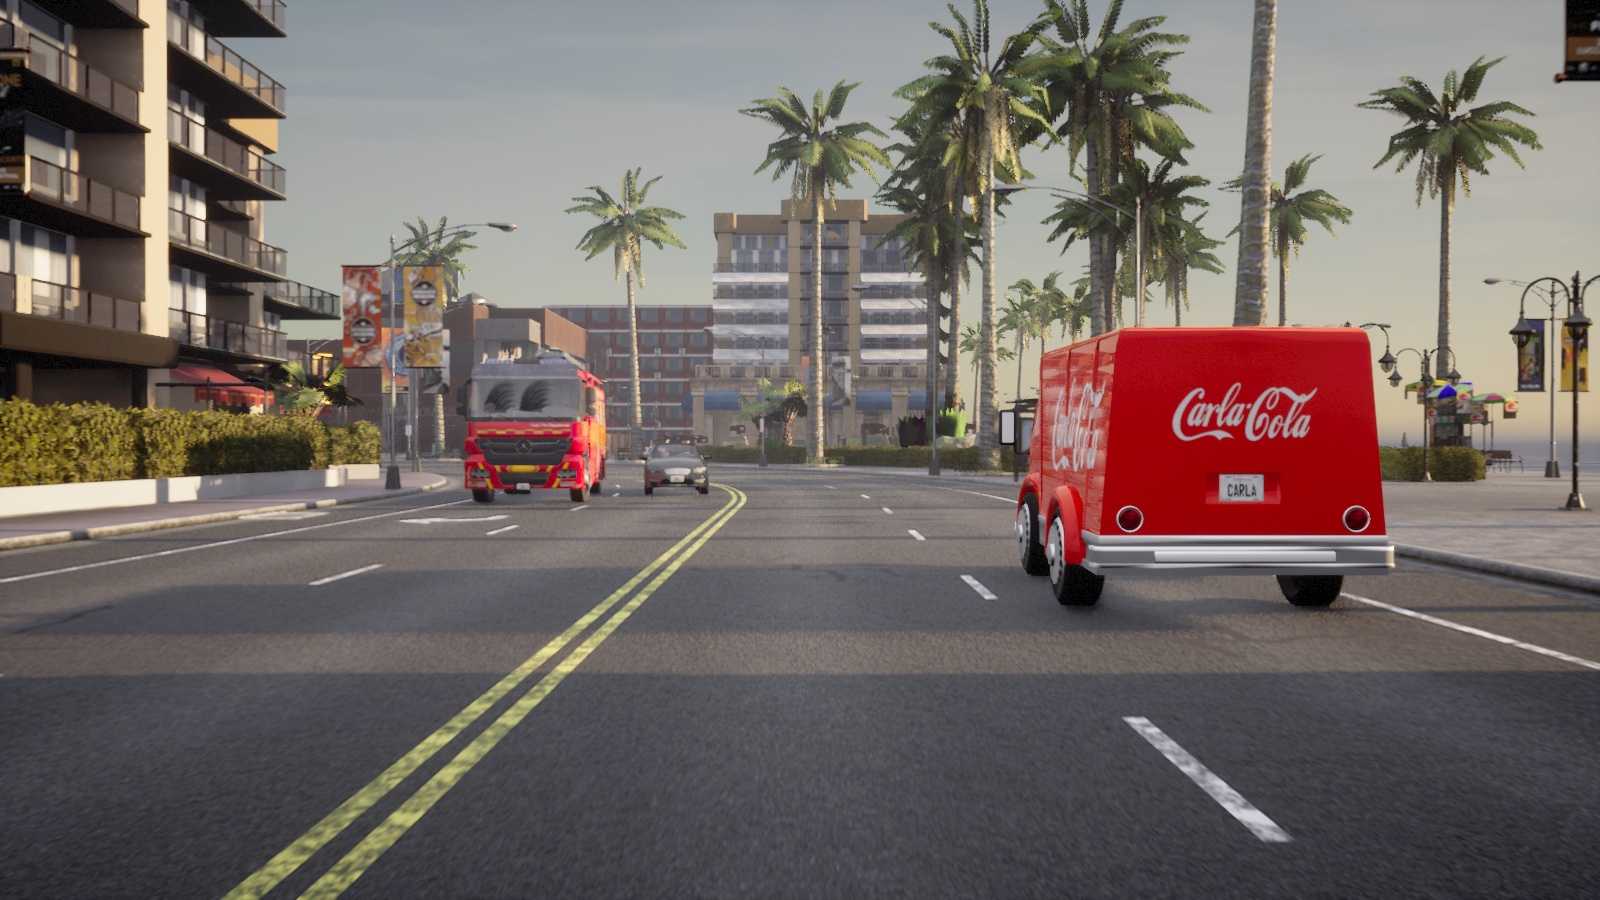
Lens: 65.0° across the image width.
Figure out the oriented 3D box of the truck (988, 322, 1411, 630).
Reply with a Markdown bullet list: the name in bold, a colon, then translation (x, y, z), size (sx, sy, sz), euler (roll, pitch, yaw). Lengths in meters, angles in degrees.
- **truck**: translation (3.589, 0.191, 12.670), size (2.627, 2.467, 5.204), euler (0, 0, 0)

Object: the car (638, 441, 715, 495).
- **car**: translation (-3.713, 0.489, 37.303), size (2.128, 1.511, 4.902), euler (0, 0, -7)

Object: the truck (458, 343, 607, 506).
- **truck**: translation (-6.944, -0.615, 33.771), size (2.891, 3.827, 8.468), euler (0, 0, -5)
